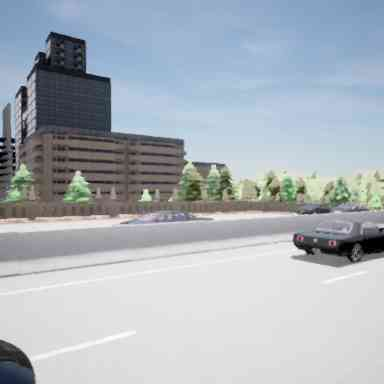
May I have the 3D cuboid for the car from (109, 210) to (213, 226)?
[{"bbox_3d":[-1.375,1.590,15.911,5.357,1.411,2.033,0,0,-36],"label":"car"}]

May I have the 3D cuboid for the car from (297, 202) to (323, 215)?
[{"bbox_3d":[12.978,1.832,34.742,4.892,1.490,1.837,3,-2,-35],"label":"car"}]

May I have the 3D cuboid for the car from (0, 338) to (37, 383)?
[{"bbox_3d":[-3.352,1.467,1.362,5.008,1.535,1.882,0,0,-35],"label":"car"}]

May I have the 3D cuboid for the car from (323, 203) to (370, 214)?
[{"bbox_3d":[15.250,1.834,32.064,4.902,1.511,2.128,3,-2,-35],"label":"car"}]

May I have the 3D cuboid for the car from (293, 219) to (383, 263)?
[{"bbox_3d":[5.931,1.664,12.280,4.718,1.301,1.895,0,0,-36],"label":"car"}]
